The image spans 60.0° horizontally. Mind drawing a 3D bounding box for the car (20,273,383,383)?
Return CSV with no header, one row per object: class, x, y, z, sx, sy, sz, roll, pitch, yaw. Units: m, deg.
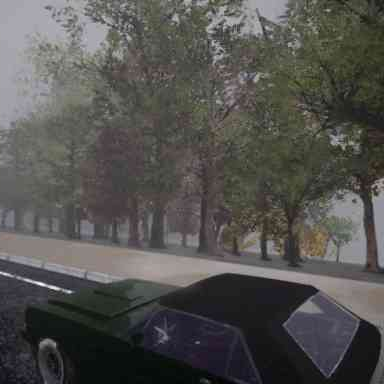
car,0.198,1.606,3.539,4.718,1.301,1.895,0,0,35
